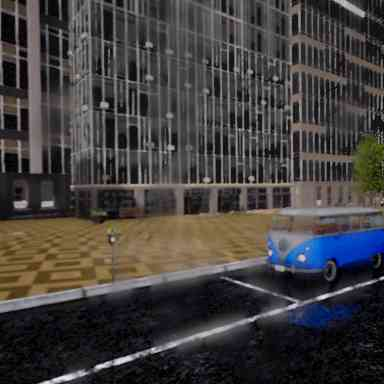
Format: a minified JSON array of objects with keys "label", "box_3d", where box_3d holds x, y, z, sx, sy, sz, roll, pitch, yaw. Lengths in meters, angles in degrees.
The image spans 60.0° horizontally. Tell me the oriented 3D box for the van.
[{"label":"van","box_3d":[3.847,1.333,9.320,3.998,1.788,1.690,0,-1,-35]}]
